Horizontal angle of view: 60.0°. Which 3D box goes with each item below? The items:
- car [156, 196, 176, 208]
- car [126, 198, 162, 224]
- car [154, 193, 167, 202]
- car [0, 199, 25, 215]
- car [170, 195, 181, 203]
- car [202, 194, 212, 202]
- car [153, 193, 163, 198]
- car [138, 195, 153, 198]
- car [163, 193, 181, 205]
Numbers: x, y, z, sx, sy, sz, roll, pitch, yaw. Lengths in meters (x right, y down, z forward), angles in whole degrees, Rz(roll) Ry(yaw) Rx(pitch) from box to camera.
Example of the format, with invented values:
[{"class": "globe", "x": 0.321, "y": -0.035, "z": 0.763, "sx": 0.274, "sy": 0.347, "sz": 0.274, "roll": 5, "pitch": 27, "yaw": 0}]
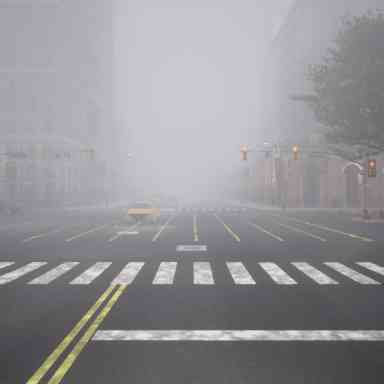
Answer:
[{"class": "car", "x": -3.671, "y": 1.601, "z": 47.070, "sx": 1.895, "sy": 1.301, "sz": 4.718, "roll": 0, "pitch": 0, "yaw": 0}, {"class": "car", "x": -3.640, "y": 1.477, "z": 24.999, "sx": 1.882, "sy": 1.535, "sz": 5.008, "roll": 0, "pitch": 0, "yaw": 0}, {"class": "car", "x": -6.989, "y": 1.225, "z": 74.184, "sx": 2.150, "sy": 2.045, "sz": 5.566, "roll": 0, "pitch": 0, "yaw": 1}, {"class": "car", "x": -19.271, "y": 1.504, "z": 33.037, "sx": 4.892, "sy": 1.490, "sz": 1.837, "roll": 0, "pitch": 1, "yaw": -5}, {"class": "car", "x": -3.498, "y": 1.525, "z": 73.092, "sx": 2.128, "sy": 1.511, "sz": 4.902, "roll": 0, "pitch": 0, "yaw": 1}, {"class": "car", "x": 3.548, "y": 1.355, "z": 78.333, "sx": 2.097, "sy": 1.767, "sz": 4.553, "roll": 0, "pitch": 0, "yaw": 1}, {"class": "car", "x": -7.154, "y": 1.351, "z": 61.749, "sx": 2.097, "sy": 1.767, "sz": 4.553, "roll": 0, "pitch": 0, "yaw": 1}, {"class": "car", "x": -7.173, "y": 1.478, "z": 46.898, "sx": 1.882, "sy": 1.535, "sz": 5.008, "roll": 0, "pitch": 0, "yaw": 0}, {"class": "car", "x": -3.662, "y": 1.352, "z": 60.740, "sx": 2.097, "sy": 1.767, "sz": 4.553, "roll": 0, "pitch": 0, "yaw": 0}]
